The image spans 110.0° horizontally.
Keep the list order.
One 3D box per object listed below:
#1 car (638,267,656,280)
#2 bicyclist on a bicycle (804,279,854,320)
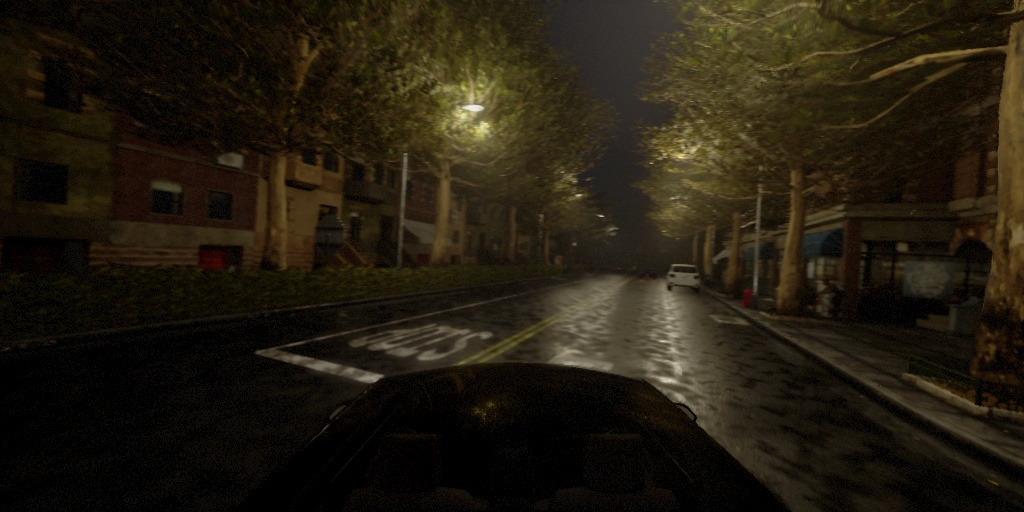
[{"bbox_3d":[17.456,2.194,46.065,1.812,1.442,4.674,3,0,23],"label":"car"},{"bbox_3d":[13.073,1.775,14.766,1.656,1.620,0.582,3,0,22],"label":"bicyclist on a bicycle"}]
